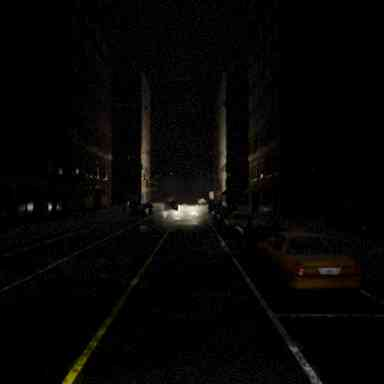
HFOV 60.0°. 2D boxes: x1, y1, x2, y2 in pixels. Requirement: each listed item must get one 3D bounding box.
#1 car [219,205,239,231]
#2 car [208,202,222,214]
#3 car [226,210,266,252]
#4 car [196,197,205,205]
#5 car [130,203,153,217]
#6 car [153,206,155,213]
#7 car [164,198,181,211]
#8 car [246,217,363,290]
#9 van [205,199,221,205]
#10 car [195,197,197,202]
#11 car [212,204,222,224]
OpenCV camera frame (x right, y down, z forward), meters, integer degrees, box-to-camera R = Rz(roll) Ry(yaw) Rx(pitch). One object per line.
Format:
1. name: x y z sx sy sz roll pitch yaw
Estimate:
1. car: 2.852 1.753 20.106 1.752 1.417 4.829 0 -1 0
2. car: 2.850 1.916 30.831 1.947 1.339 4.313 0 -1 0
3. car: 2.853 1.715 14.487 2.008 1.369 4.403 0 -1 0
4. car: 2.634 2.444 81.085 1.752 1.417 4.829 0 -1 -1
5. car: -5.675 1.995 36.266 1.802 1.307 4.206 0 -1 0
6. car: -5.677 2.041 41.716 1.947 1.339 4.313 0 -1 0
7. car: -3.008 2.103 49.351 1.837 1.490 4.892 0 -1 0
8. car: 2.854 1.630 9.209 1.752 1.417 4.829 0 -1 0
9. van: 2.848 1.815 41.730 1.690 1.788 3.998 0 -1 0
10. car: 2.559 2.417 86.440 1.967 1.590 4.097 0 -1 -1
11. car: 2.851 1.853 25.383 1.947 1.339 4.313 0 -1 0
